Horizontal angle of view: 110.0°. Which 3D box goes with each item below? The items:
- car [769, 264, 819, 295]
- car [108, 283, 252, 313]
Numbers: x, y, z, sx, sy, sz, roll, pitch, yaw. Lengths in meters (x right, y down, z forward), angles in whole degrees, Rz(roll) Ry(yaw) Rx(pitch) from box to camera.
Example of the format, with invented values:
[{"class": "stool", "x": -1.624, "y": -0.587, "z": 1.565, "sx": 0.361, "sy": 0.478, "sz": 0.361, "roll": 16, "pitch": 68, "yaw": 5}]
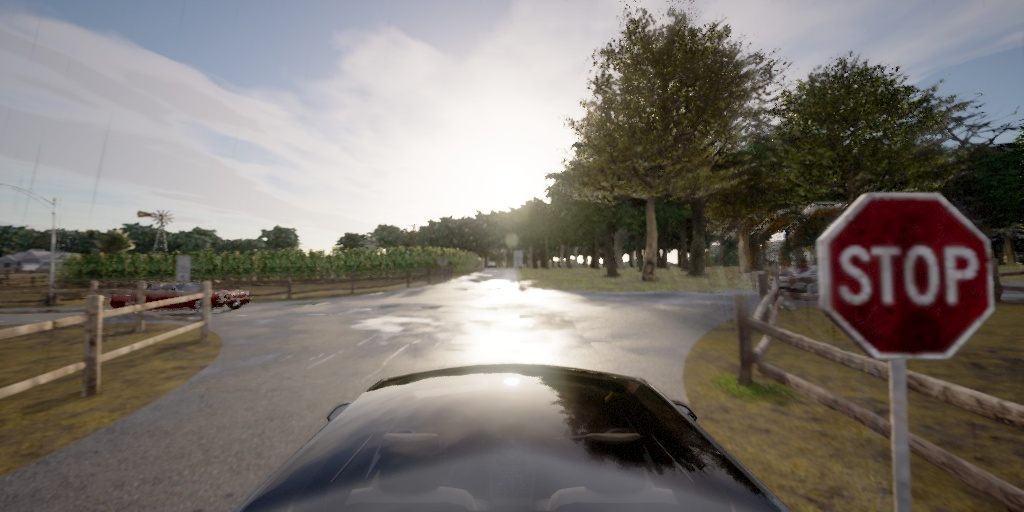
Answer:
[{"class": "car", "x": 13.379, "y": 1.012, "z": 15.161, "sx": 4.181, "sy": 1.385, "sz": 1.994, "roll": -2, "pitch": -3, "yaw": 0}, {"class": "car", "x": -14.027, "y": 1.793, "z": 15.401, "sx": 4.718, "sy": 1.301, "sz": 1.895, "roll": -2, "pitch": -3, "yaw": 0}]
